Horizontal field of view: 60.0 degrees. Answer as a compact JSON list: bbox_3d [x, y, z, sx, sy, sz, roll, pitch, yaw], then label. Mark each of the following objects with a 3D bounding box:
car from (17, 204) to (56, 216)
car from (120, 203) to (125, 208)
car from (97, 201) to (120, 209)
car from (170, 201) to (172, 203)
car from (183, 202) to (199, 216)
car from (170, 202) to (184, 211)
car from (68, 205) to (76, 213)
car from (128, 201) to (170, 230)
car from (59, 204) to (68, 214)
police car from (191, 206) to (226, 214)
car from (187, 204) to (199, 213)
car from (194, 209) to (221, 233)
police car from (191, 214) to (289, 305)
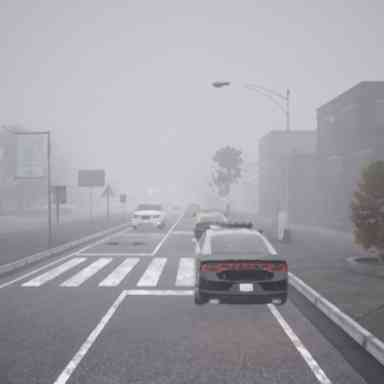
[{"bbox_3d":[-21.768,2.563,46.185,4.674,1.452,2.002,0,-1,0],"label":"car"},{"bbox_3d":[-21.543,3.597,89.924,5.008,1.535,2.097,0,-2,0],"label":"car"},{"bbox_3d":[-21.561,3.443,84.358,5.008,1.535,2.097,0,-1,0],"label":"car"},{"bbox_3d":[-8.467,3.508,87.052,4.892,1.521,2.231,0,-2,0],"label":"car"},{"bbox_3d":[0.209,2.421,46.683,2.097,1.767,4.553,0,-1,1],"label":"car"},{"bbox_3d":[-2.970,3.165,67.651,1.895,1.301,4.718,0,-1,0],"label":"car"},{"bbox_3d":[-21.742,2.680,52.733,5.008,1.535,2.097,0,-1,0],"label":"car"},{"bbox_3d":[-3.256,1.805,26.162,2.150,2.045,5.566,0,-1,0],"label":"car"},{"bbox_3d":[-21.748,2.602,49.461,4.892,1.521,2.231,0,-1,0],"label":"car"},{"bbox_3d":[1.036,1.826,18.668,1.930,1.638,5.238,0,-1,0],"label":"police car"},{"bbox_3d":[0.251,2.933,60.126,2.033,1.411,5.357,0,-1,0],"label":"car"},{"bbox_3d":[1.063,2.068,24.559,1.812,1.442,4.674,0,-1,0],"label":"car"},{"bbox_3d":[0.999,1.593,8.661,1.930,1.638,5.238,0,-1,0],"label":"police car"}]
